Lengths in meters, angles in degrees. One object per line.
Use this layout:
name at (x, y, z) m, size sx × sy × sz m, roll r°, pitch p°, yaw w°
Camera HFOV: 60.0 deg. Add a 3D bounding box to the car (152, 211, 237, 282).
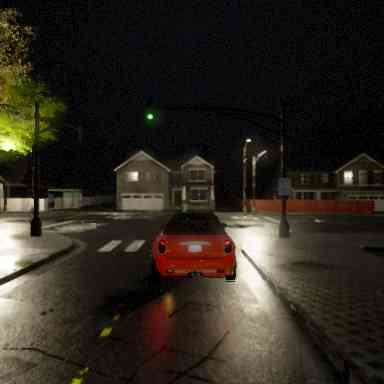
car at (0.013, 1.354, 9.987) m, size 2.097 × 1.767 × 4.553 m, roll 0°, pitch 0°, yaw -2°
